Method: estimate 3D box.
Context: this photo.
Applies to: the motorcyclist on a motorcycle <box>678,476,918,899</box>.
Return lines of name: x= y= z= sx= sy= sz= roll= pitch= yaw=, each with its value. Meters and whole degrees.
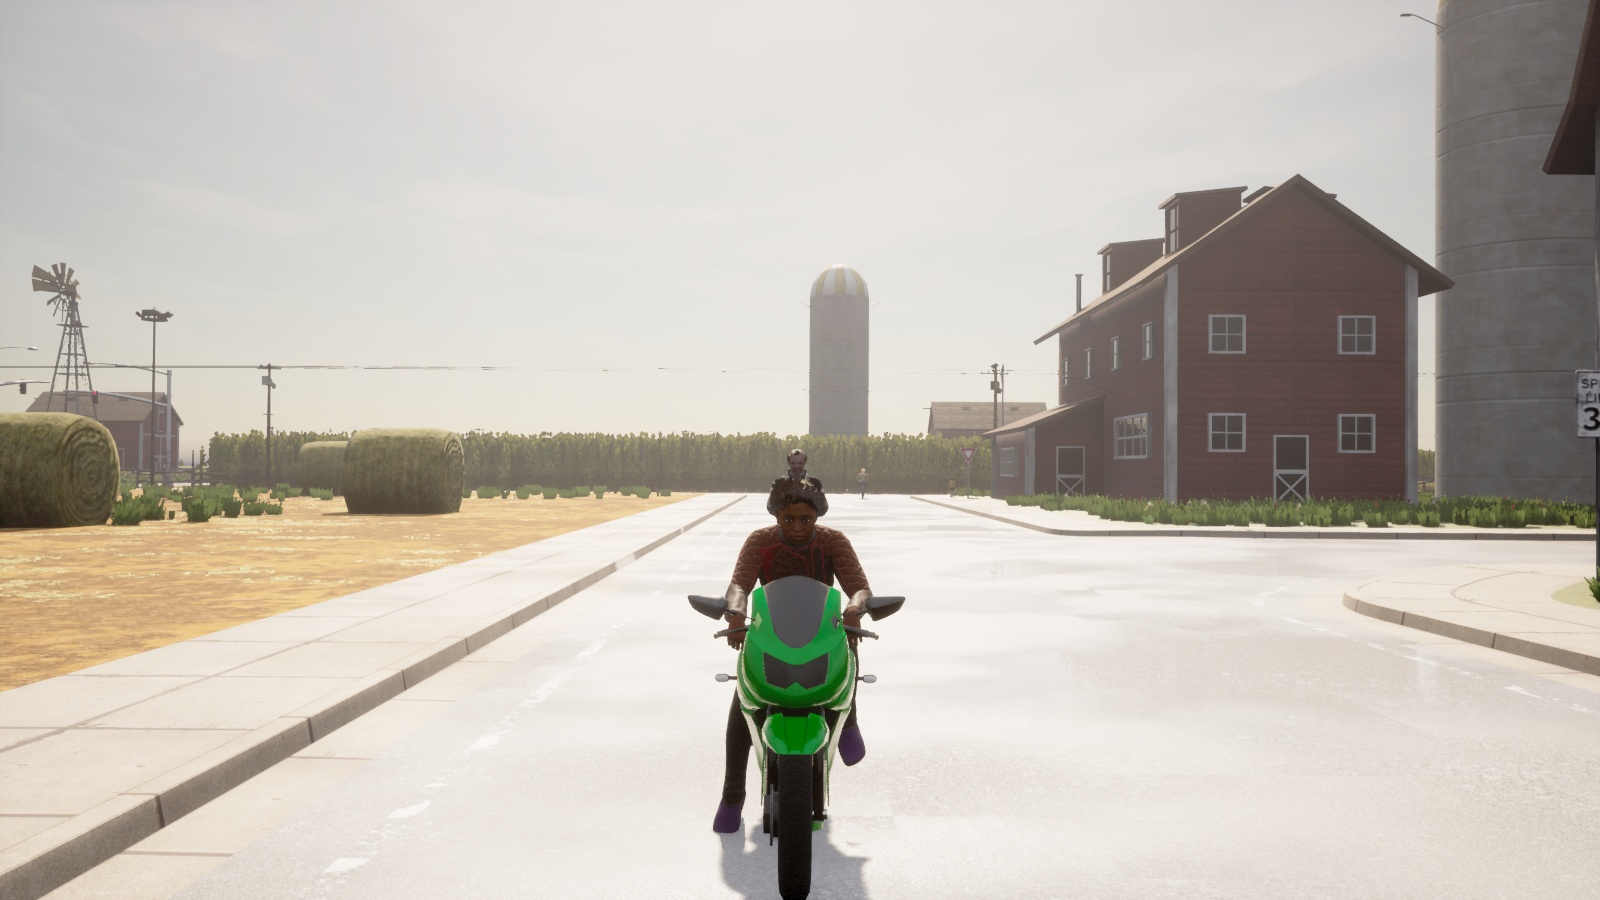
motorcyclist on a motorcycle: x=-0.009 y=0.878 z=5.209 sx=0.797 sy=1.523 sz=2.044 roll=0 pitch=-1 yaw=0
